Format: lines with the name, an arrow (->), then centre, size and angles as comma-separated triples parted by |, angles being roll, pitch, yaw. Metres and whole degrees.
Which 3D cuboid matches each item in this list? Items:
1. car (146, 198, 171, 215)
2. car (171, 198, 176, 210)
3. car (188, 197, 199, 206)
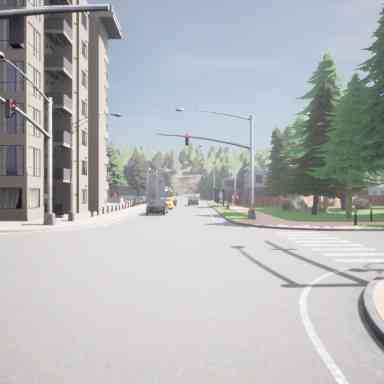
car -> -3.483, 1.478, 33.534 | 1.882, 1.535, 5.008 | 0, 0, 0
car -> -3.439, 1.478, 43.495 | 1.882, 1.535, 5.008 | 0, 0, 0
car -> 0.196, 1.547, 55.714 | 2.033, 1.411, 5.357 | 0, 0, 0
